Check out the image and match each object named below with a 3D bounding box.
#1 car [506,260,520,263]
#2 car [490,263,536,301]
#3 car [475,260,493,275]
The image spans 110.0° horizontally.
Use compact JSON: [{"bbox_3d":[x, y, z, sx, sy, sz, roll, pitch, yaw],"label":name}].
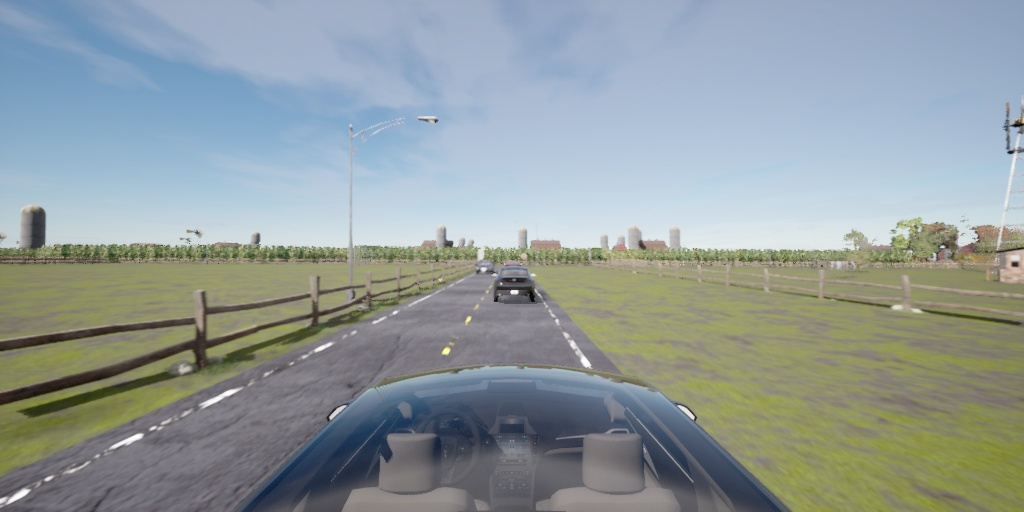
[{"bbox_3d":[0.110,1.212,38.869,1.882,1.535,5.008,0,0,0],"label":"car"},{"bbox_3d":[0.103,1.251,17.277,1.837,1.490,4.892,0,0,0],"label":"car"},{"bbox_3d":[-2.834,1.226,38.634,2.128,1.511,4.902,0,0,0],"label":"car"}]
